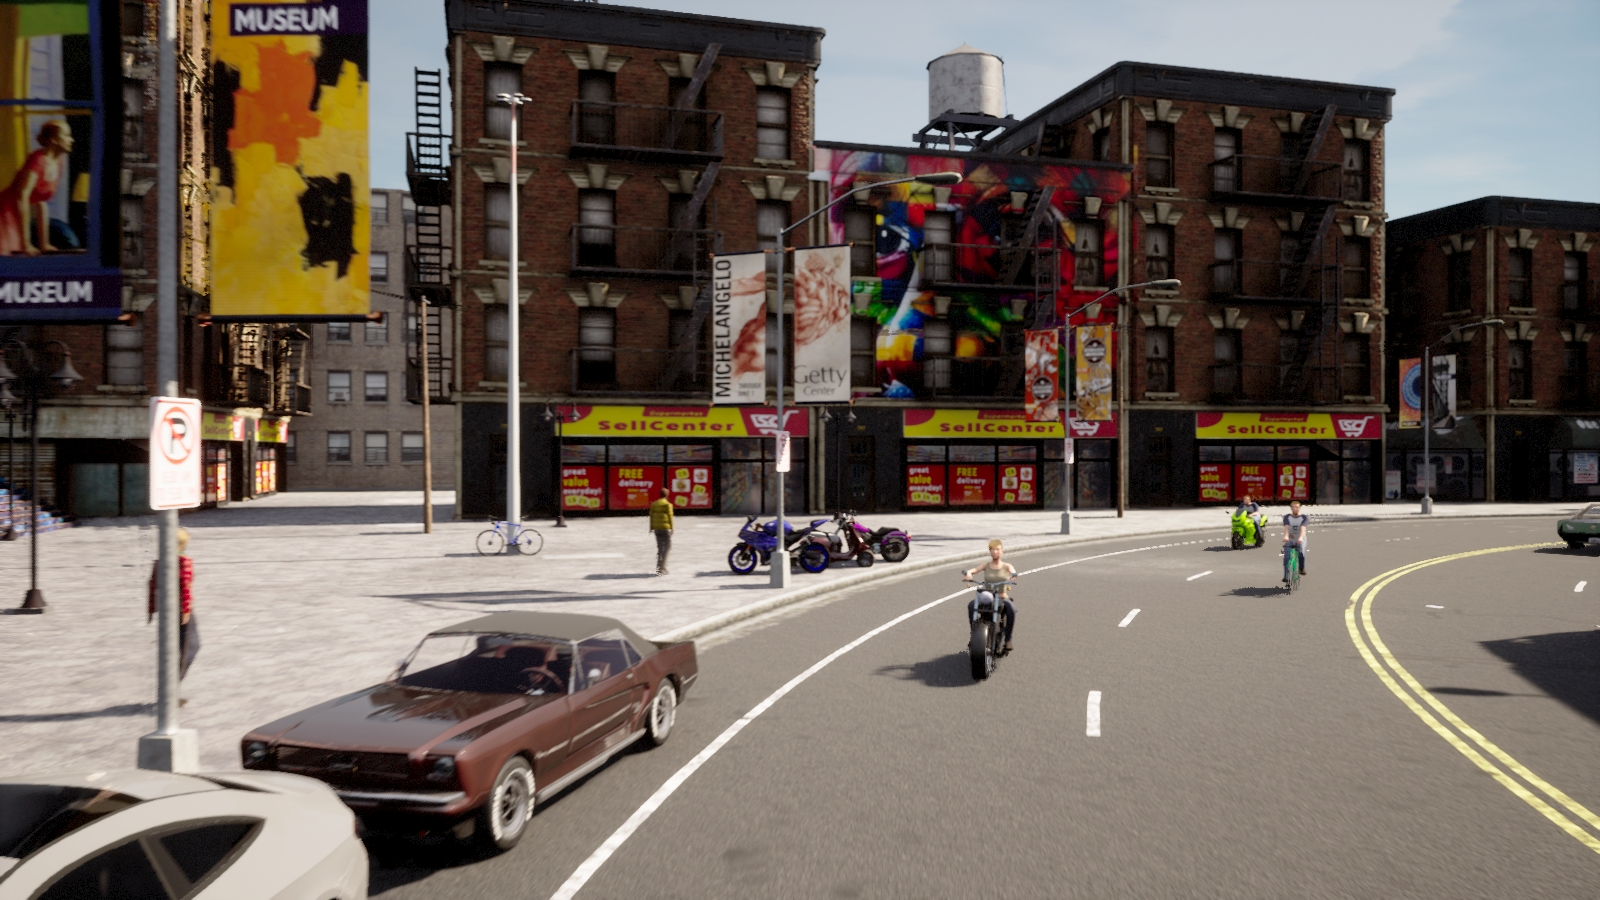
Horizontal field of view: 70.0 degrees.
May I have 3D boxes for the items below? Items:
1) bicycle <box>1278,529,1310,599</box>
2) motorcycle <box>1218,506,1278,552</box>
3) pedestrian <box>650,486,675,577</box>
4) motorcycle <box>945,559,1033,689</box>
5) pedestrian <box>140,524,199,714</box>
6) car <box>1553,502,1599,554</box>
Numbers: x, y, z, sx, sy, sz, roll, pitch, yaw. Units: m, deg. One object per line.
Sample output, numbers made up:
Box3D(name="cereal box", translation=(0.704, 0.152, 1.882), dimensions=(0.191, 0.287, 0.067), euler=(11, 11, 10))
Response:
Box3D(name="bicycle", translation=(9.666, 2.209, 22.345), dimensions=(0.373, 1.196, 1.643), euler=(0, 0, 31))
Box3D(name="motorcycle", translation=(12.667, 2.218, 32.253), dimensions=(2.033, 1.145, 0.803), euler=(0, 0, -45))
Box3D(name="pedestrian", translation=(-2.872, 1.695, 23.947), dimensions=(0.375, 1.860, 0.375), euler=(0, 0, 26))
Box3D(name="motorcycle", translation=(2.469, 2.171, 14.695), dimensions=(0.764, 1.277, 2.356), euler=(0, 0, 18))
Box3D(name="pedestrian", translation=(-6.388, 1.696, 11.583), dimensions=(0.375, 1.860, 0.375), euler=(0, 0, 12))
Box3D(name="car", translation=(23.423, 2.163, 32.296), dimensions=(4.718, 1.301, 1.895), euler=(0, 0, -34))
